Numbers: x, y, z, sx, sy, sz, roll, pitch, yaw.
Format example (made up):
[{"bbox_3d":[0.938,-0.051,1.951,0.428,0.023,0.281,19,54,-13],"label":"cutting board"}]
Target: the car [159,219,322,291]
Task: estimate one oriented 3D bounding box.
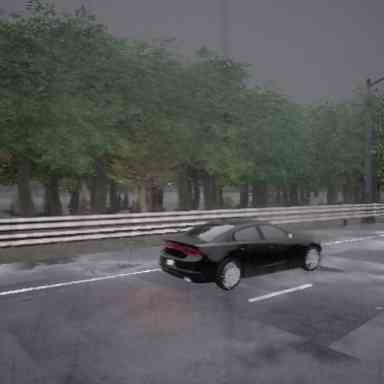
[{"bbox_3d":[1.512,1.473,9.115,5.008,1.535,1.882,0,0,-35],"label":"car"}]
